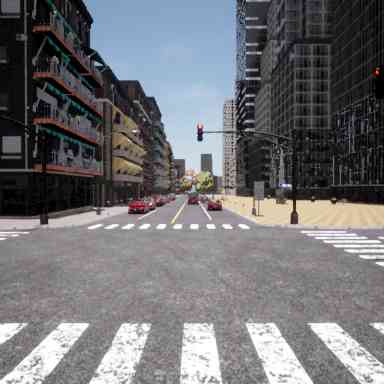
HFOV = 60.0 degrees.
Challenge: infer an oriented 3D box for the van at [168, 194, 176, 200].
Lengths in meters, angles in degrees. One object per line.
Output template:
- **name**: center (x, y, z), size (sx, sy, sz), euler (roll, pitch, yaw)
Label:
- **van**: center (-5.520, 1.350, 91.868), size (1.690, 1.788, 3.998), euler (-1, 0, 0)

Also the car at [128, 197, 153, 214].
- **car**: center (-5.630, 1.540, 35.379), size (1.887, 1.381, 4.507), euler (-1, 0, 0)

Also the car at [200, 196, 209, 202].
- **car**: center (2.797, 1.548, 74.963), size (1.887, 1.381, 4.507), euler (-1, 0, 0)

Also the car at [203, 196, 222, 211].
- **car**: center (2.728, 1.540, 41.069), size (1.887, 1.381, 4.507), euler (-1, 0, 0)

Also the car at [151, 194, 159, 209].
- **car**: center (-5.620, 1.436, 41.028), size (1.967, 1.590, 4.097), euler (-1, 0, 0)

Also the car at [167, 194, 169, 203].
- **car**: center (-5.586, 1.439, 57.975), size (1.967, 1.590, 4.097), euler (-1, 0, 0)

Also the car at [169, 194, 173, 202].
- **car**: center (-5.562, 1.583, 69.273), size (1.802, 1.307, 4.206), euler (-1, 0, 0)

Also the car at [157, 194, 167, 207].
- **car**: center (-5.599, 1.312, 52.327), size (2.192, 1.841, 5.009), euler (-1, 0, 0)

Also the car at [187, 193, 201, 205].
- **car**: center (0.221, 1.477, 59.748), size (1.882, 1.535, 5.008), euler (0, 0, 0)

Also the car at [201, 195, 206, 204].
- **car**: center (2.774, 1.551, 63.664), size (2.008, 1.369, 4.403), euler (-1, 0, 0)

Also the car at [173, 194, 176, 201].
- **car**: center (-5.532, 1.322, 86.220), size (2.192, 1.841, 5.009), euler (-1, 0, 0)

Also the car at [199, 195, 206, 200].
- **car**: center (2.830, 1.534, 92.080), size (1.752, 1.417, 4.829), euler (-1, 0, 0)

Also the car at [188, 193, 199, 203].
- **car**: center (0.255, 1.223, 70.014), size (2.150, 2.045, 5.566), euler (0, 0, 0)
